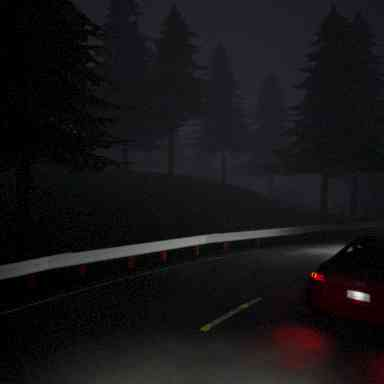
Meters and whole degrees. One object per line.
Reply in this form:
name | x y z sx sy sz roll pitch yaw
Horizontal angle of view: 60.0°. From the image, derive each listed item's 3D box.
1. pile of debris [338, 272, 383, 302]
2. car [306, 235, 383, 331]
pile of debris | 4.519 2.185 7.597 1.860 0.140 1.500 0 0 -40
car | 3.953 1.568 6.587 1.994 1.385 4.181 1 1 44
